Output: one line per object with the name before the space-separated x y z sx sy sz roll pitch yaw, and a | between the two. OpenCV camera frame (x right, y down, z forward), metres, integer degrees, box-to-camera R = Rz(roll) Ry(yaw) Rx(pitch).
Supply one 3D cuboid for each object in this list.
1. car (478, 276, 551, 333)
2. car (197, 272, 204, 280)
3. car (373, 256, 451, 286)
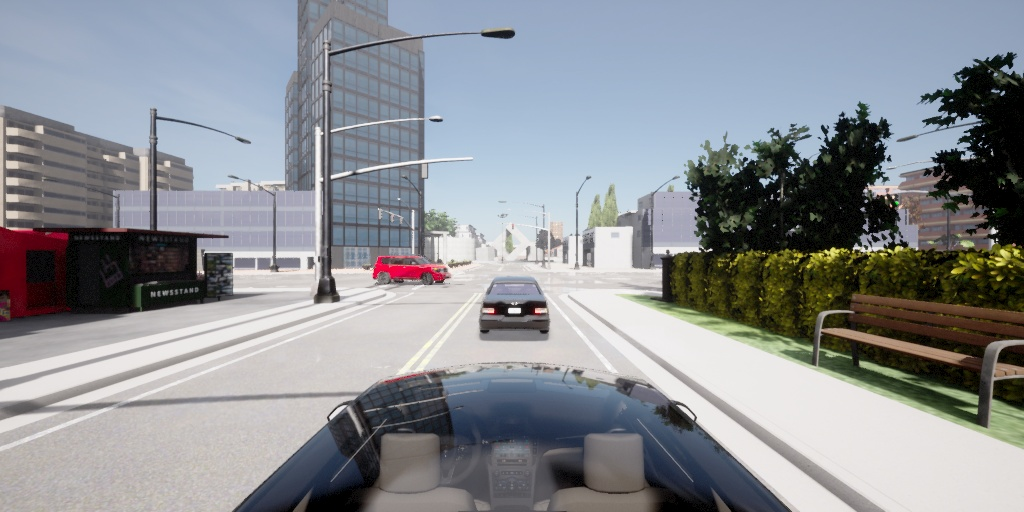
car | 0.069 1.297 10.718 2.033 1.411 5.357 0 0 0
car | -24.294 1.511 26.062 4.181 1.385 1.994 -1 0 -1
car | -7.122 1.006 25.485 5.566 2.045 2.150 -1 -1 15
